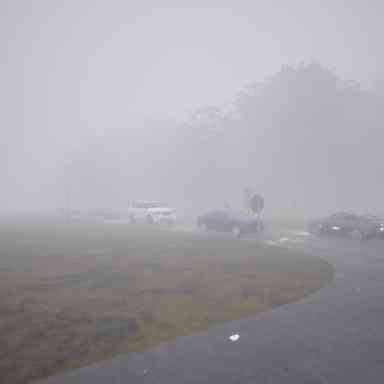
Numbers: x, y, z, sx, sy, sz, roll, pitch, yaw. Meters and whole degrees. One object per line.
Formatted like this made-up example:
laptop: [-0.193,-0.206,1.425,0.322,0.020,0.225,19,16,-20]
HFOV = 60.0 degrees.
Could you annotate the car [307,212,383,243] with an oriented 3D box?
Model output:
car: [7.920,1.699,17.060,1.994,1.385,4.181,-1,-1,-22]

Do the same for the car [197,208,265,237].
car: [2.304,1.779,20.620,1.882,1.535,5.008,-1,-1,-35]

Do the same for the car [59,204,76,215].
car: [-18.606,2.680,50.026,1.882,1.535,5.008,-1,-1,-36]

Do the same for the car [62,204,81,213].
car: [-21.426,2.845,58.849,1.882,1.535,5.008,-1,-1,-36]

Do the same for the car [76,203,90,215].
car: [-15.500,2.452,50.581,2.097,1.767,4.553,-1,-1,-36]

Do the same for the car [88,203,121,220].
car: [-9.672,2.292,37.394,1.837,1.490,4.892,-1,-1,-36]

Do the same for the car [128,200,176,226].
car: [-3.636,1.757,28.944,2.150,2.045,5.566,-1,-1,-35]

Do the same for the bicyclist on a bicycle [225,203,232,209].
bicyclist on a bicycle: [3.168,1.848,29.705,1.656,1.620,0.582,0,-1,-36]
